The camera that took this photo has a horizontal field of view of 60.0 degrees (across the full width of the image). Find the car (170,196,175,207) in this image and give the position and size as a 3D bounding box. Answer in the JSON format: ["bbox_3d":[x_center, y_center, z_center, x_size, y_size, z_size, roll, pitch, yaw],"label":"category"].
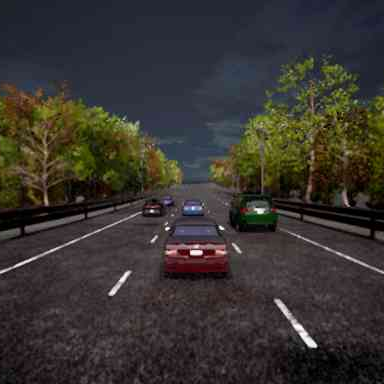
[{"bbox_3d":[-3.423,1.238,45.361,1.994,1.385,4.181,0,1,0],"label":"car"}]

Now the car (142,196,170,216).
[{"bbox_3d":[-3.418,1.368,30.750,1.837,1.490,4.892,0,1,0],"label":"car"}]

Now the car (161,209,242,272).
[{"bbox_3d":[0.098,1.509,10.562,2.033,1.411,5.357,0,0,0],"label":"car"}]

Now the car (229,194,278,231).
[{"bbox_3d":[3.597,1.148,20.244,2.150,2.045,5.566,0,0,0],"label":"car"}]

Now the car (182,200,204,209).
[{"bbox_3d":[0.097,1.415,30.147,2.033,1.411,5.357,0,0,0],"label":"car"}]
